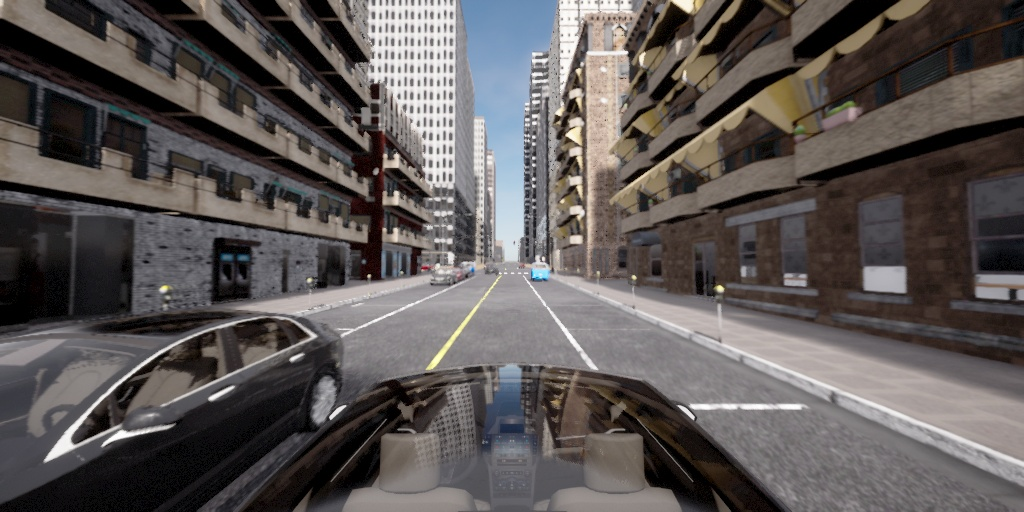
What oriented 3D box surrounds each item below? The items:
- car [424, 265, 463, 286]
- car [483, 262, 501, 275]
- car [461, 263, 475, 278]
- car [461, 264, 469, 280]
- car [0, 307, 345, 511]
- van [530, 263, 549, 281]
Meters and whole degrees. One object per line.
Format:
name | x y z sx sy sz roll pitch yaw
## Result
car | -5.656 1.682 29.998 2.007 1.370 4.403 0 0 0
car | -3.001 1.954 52.728 1.837 1.490 4.892 0 -1 0
car | -5.656 1.846 41.078 1.948 1.339 4.313 0 0 0
car | -5.656 1.788 35.539 1.802 1.307 4.207 0 0 0
car | -3.100 1.270 2.816 1.837 1.490 4.892 0 -1 0
van | 2.693 1.548 35.591 1.690 1.789 3.998 0 0 0
